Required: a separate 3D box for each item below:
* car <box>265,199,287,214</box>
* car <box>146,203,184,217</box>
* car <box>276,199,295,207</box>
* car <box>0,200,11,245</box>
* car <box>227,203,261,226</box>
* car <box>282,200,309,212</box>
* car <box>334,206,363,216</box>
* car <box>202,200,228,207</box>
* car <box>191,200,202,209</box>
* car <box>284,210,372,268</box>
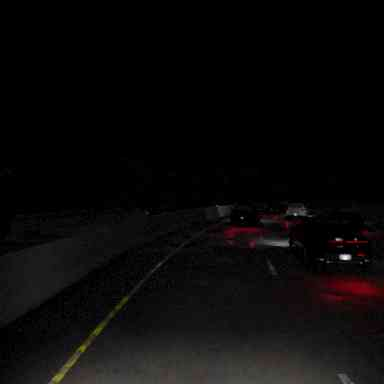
[{"bbox_3d":[10.242,1.866,40.533,2.128,1.511,4.902,0,-1,26],"label":"car"},{"bbox_3d":[-2.272,1.715,28.958,1.882,1.535,5.008,0,-1,18],"label":"car"},{"bbox_3d":[18.262,2.198,64.932,1.812,1.442,4.674,-1,-1,41],"label":"car"},{"bbox_3d":[-9.533,1.292,12.821,2.150,2.045,5.566,0,-1,8],"label":"car"},{"bbox_3d":[4.192,1.692,25.566,1.882,1.535,5.008,0,-1,16],"label":"car"},{"bbox_3d":[10.090,1.807,31.831,1.812,1.442,4.674,0,-1,22],"label":"car"},{"bbox_3d":[10.846,1.730,23.473,1.812,1.442,4.674,0,-1,17],"label":"car"},{"bbox_3d":[3.941,1.972,51.257,1.882,1.535,5.008,-1,-1,31],"label":"car"},{"bbox_3d":[1.395,2.016,53.803,2.128,1.511,4.902,0,-1,31],"label":"car"},{"bbox_3d":[4.654,1.604,11.767,1.837,1.490,4.892,0,0,8],"label":"car"}]
